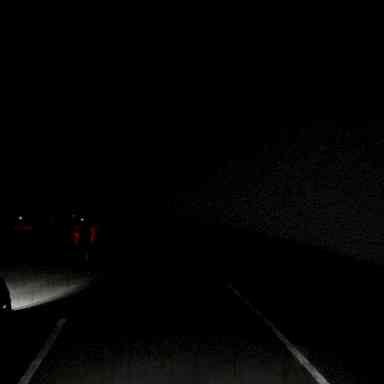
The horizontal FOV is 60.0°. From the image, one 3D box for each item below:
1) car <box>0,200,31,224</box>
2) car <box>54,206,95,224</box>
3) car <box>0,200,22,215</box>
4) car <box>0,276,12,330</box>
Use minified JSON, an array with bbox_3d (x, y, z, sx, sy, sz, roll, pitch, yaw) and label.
[{"bbox_3d":[-14.056,1.637,25.966,1.837,1.490,4.892,1,-1,-41],"label":"car"},{"bbox_3d":[-9.159,1.698,25.569,1.895,1.301,4.718,0,0,-36],"label":"car"},{"bbox_3d":[-20.849,1.671,36.845,5.008,1.535,1.882,-1,0,40],"label":"car"},{"bbox_3d":[-3.989,1.597,4.128,1.994,1.385,4.181,0,0,-6],"label":"car"}]
